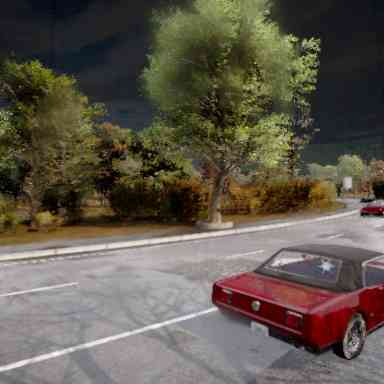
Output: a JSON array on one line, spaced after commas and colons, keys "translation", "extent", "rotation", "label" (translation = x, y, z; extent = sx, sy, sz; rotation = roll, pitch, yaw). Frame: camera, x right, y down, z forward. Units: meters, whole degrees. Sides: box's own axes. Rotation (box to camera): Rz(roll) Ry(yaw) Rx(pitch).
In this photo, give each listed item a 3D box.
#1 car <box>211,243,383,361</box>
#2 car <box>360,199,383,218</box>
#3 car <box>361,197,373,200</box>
[{"translation": [2.681, 1.613, 5.987], "extent": [4.718, 1.301, 1.895], "rotation": [0, 0, -38], "label": "car"}, {"translation": [16.915, 1.635, 30.683], "extent": [1.895, 1.301, 4.718], "rotation": [0, 0, 37], "label": "car"}, {"translation": [35.751, 1.623, 67.553], "extent": [1.895, 1.301, 4.718], "rotation": [0, 0, 17], "label": "car"}]
